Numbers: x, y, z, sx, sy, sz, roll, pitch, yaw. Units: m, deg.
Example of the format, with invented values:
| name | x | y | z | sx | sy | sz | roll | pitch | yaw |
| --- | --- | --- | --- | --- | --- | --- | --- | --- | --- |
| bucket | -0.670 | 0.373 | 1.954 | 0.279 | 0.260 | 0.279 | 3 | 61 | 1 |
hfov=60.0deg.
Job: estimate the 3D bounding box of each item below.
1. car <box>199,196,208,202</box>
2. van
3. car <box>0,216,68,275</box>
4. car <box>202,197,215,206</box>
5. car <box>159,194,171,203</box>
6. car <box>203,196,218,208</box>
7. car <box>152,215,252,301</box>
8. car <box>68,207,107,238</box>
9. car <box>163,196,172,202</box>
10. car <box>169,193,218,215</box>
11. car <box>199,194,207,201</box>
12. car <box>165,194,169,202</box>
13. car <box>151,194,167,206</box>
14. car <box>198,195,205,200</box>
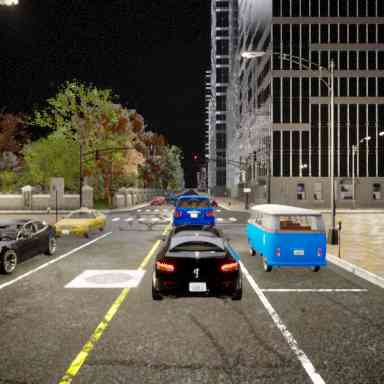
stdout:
| name | x | y | z | sx | sy | sz | roll | pitch | yaw |
| --- | --- | --- | --- | --- | --- | --- | --- | --- | --- |
| car | 2.680 | 1.521 | 77.015 | 1.947 | 1.339 | 4.313 | 0 | 0 | 0 |
| van | 2.773 | 1.337 | 10.484 | 1.690 | 1.788 | 3.998 | 0 | 0 | 0 |
| car | -5.770 | 1.562 | 10.481 | 1.947 | 1.339 | 4.313 | 0 | 0 | 0 |
| car | 2.684 | 1.538 | 54.290 | 1.947 | 1.339 | 4.313 | 0 | 0 | 0 |
| car | -5.699 | 1.277 | 71.335 | 2.192 | 1.841 | 5.009 | 0 | 0 | 0 |
| car | 2.685 | 1.416 | 48.610 | 1.967 | 1.590 | 4.097 | 0 | 0 | 0 |
| car | 0.102 | 1.523 | 8.209 | 1.812 | 1.442 | 4.674 | 0 | 0 | 0 |
| car | -5.820 | 1.518 | 17.716 | 1.752 | 1.417 | 4.829 | 0 | 0 | 0 |
| car | -5.701 | 1.538 | 77.017 | 1.802 | 1.307 | 4.206 | 0 | 0 | 0 |
| car | 0.098 | 1.214 | 18.559 | 2.150 | 2.045 | 5.566 | 0 | 0 | 0 |
| car | 2.680 | 1.388 | 82.696 | 1.967 | 1.590 | 4.097 | 0 | 0 | 0 |
| car | -5.698 | 1.520 | 59.969 | 2.008 | 1.369 | 4.403 | 0 | 0 | 0 |
| car | -5.697 | 1.517 | 54.286 | 1.887 | 1.381 | 4.507 | 0 | 0 | 0 |
| car | 2.678 | 1.453 | 94.232 | 1.752 | 1.417 | 4.829 | 0 | 0 | 0 |
